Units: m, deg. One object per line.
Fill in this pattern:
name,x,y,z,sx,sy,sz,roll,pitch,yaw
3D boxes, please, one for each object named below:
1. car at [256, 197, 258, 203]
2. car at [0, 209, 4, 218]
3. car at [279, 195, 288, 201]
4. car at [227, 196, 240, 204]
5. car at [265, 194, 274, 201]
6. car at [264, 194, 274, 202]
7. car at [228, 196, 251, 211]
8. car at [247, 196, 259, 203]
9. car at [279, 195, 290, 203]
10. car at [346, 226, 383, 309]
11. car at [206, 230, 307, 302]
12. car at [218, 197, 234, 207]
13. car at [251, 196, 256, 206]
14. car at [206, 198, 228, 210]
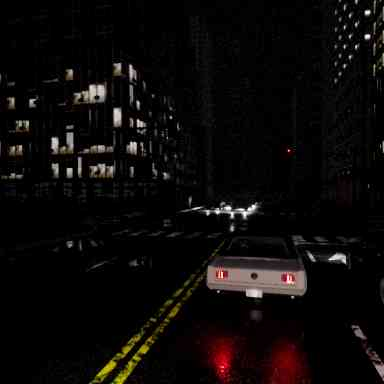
car,10.352,1.559,59.539,1.895,1.301,4.718,0,0,14
car,-17.326,1.435,26.672,4.313,1.339,1.947,1,1,14
car,21.874,1.355,79.809,1.895,1.301,4.718,0,0,13
car,7.886,1.460,63.169,1.837,1.490,4.892,0,0,14
car,18.704,1.286,80.525,2.128,1.511,4.902,0,0,13
car,16.419,1.530,70.821,1.895,1.301,4.718,0,0,13
car,5.893,1.503,40.731,1.812,1.442,4.674,0,0,13
car,12.823,1.485,69.733,2.033,1.411,5.357,0,0,13
car,19.480,1.474,69.640,2.033,1.411,5.357,0,0,13
car,4.832,1.501,7.441,1.837,1.490,4.892,0,0,13
car,1.702,1.597,8.344,1.895,1.301,4.718,0,0,14
car,5.454,1.567,53.040,1.895,1.301,4.718,0,0,13
car,8.014,1.460,49.733,2.128,1.511,4.902,0,0,13
car,3.125,1.524,43.174,2.033,1.411,5.357,0,0,13
